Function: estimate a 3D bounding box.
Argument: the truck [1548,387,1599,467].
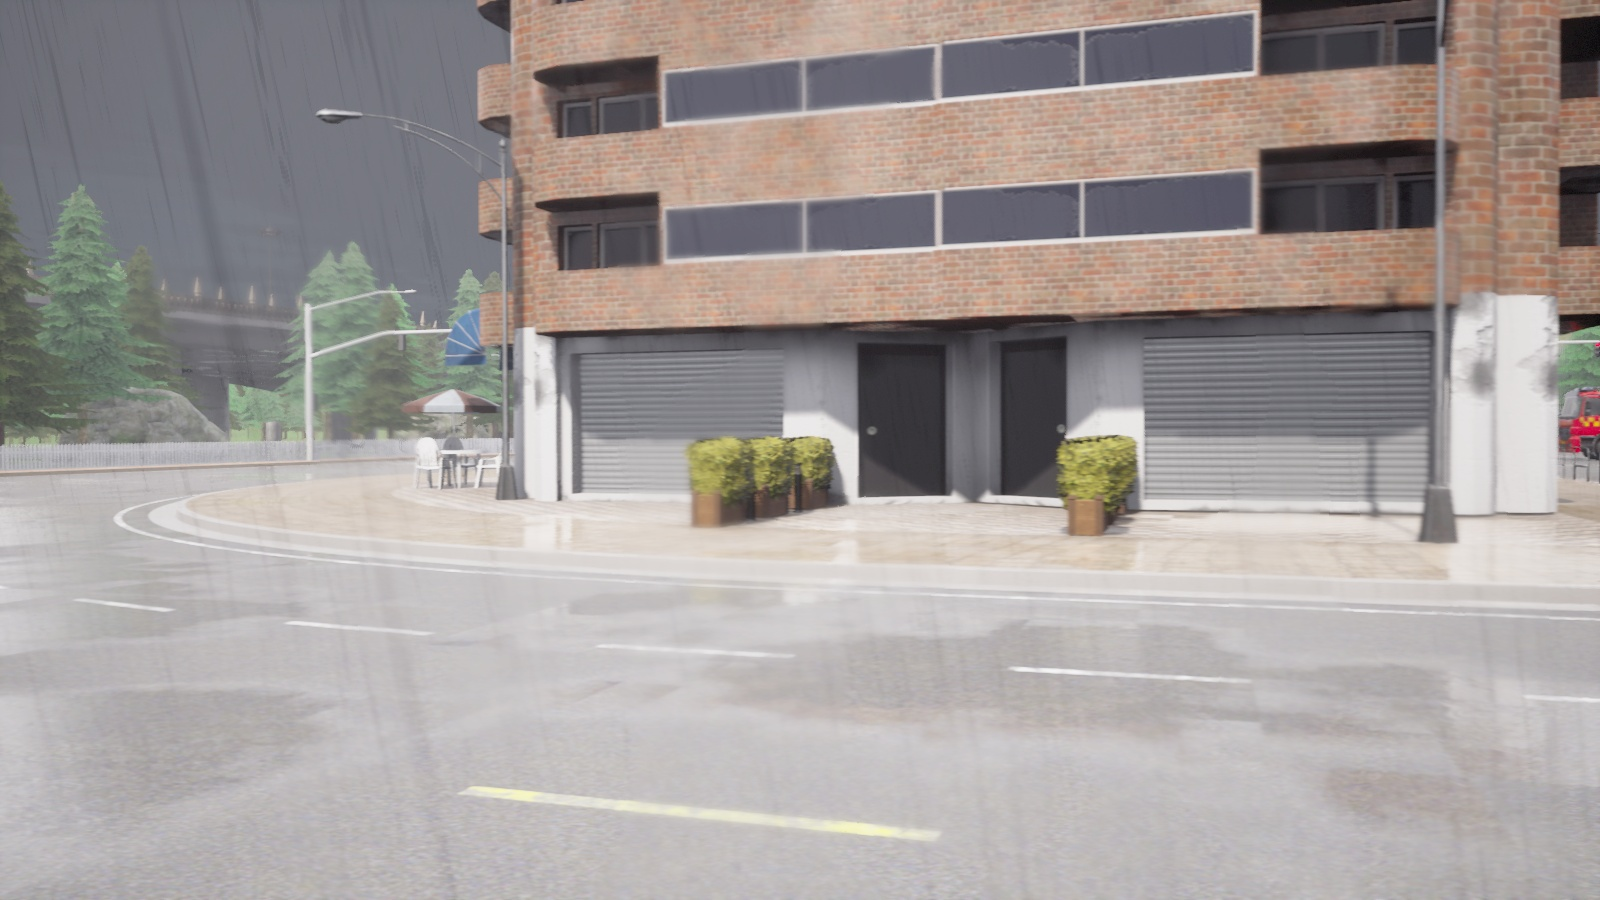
[{"bbox_3d":[41.100,-1.086,60.239,8.468,3.827,2.891,1,1,18],"label":"truck"}]
